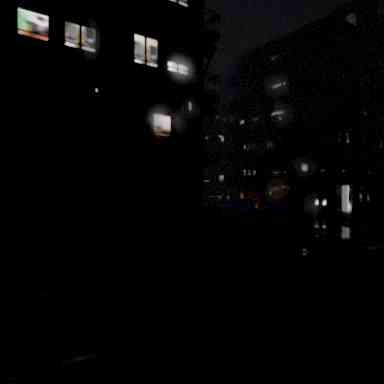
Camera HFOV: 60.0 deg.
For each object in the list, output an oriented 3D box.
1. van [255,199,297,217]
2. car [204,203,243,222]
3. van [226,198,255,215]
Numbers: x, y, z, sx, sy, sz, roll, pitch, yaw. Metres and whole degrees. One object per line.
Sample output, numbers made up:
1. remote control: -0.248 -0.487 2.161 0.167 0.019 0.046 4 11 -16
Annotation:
1. van: 8.762 1.571 33.776 1.690 1.788 3.998 -1 0 -36
2. car: 2.028 1.852 28.851 1.802 1.307 4.206 -1 0 -36
3. van: 5.441 1.644 38.288 1.690 1.788 3.998 -1 0 -36
